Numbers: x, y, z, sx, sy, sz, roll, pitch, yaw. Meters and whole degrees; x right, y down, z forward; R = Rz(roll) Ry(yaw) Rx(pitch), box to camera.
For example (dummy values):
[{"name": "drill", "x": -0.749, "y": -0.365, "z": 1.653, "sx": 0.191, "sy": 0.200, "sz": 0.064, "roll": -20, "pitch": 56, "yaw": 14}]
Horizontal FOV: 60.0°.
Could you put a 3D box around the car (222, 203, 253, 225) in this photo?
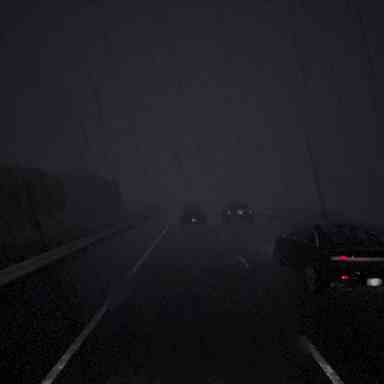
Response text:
[{"name": "car", "x": 3.623, "y": 1.637, "z": 27.172, "sx": 2.097, "sy": 1.767, "sz": 4.553, "roll": 0, "pitch": -1, "yaw": 0}]

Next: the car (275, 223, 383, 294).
[{"name": "car", "x": 3.609, "y": 1.587, "z": 8.996, "sx": 2.128, "sy": 1.511, "sz": 4.902, "roll": 0, "pitch": -1, "yaw": 0}]

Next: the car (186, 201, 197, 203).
[{"name": "car", "x": -0.030, "y": 1.939, "z": 41.536, "sx": 1.837, "sy": 1.490, "sz": 4.892, "roll": 0, "pitch": -1, "yaw": -1}]

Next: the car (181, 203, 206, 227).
[{"name": "car", "x": 0.112, "y": 1.790, "z": 25.200, "sx": 1.812, "sy": 1.442, "sz": 4.674, "roll": 0, "pitch": -1, "yaw": 0}]
